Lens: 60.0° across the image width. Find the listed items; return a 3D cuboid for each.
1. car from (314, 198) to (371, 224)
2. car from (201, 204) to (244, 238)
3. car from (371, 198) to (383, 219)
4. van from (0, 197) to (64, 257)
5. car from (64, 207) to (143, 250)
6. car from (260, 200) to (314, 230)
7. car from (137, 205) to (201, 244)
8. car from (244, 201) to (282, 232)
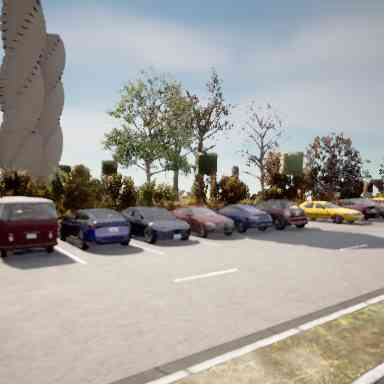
[{"bbox_3d":[9.336,1.342,23.680,1.946,1.575,5.366,-1,0,-35],"label":"car"},{"bbox_3d":[0.247,1.454,17.449,2.002,1.452,4.674,0,0,-35],"label":"car"},{"bbox_3d":[11.461,1.350,25.455,2.163,1.488,4.792,-1,0,-35],"label":"car"},{"bbox_3d":[-6.554,1.204,12.754,1.878,1.987,4.442,0,0,-35],"label":"van"},{"bbox_3d":[-4.260,1.457,14.278,2.163,1.488,4.792,0,0,-35],"label":"car"},{"bbox_3d":[4.760,1.263,20.617,2.185,1.767,4.553,0,0,-35],"label":"car"},{"bbox_3d":[-1.983,1.454,15.825,2.163,1.488,4.792,0,0,-35],"label":"car"},{"bbox_3d":[2.494,1.442,19.041,2.002,1.452,4.674,0,0,-35],"label":"car"}]
